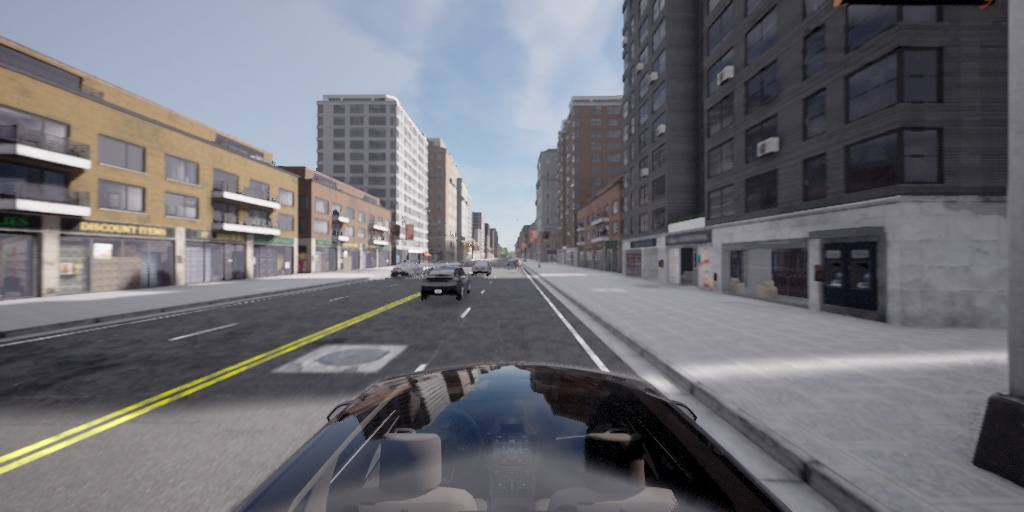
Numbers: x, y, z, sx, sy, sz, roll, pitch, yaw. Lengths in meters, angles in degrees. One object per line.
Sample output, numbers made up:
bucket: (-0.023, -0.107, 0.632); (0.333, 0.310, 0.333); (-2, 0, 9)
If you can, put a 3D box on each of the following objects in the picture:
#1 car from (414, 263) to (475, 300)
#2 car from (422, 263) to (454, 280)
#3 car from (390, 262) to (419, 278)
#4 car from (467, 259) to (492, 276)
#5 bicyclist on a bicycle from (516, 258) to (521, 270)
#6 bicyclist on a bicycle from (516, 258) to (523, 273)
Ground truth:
car: (-3.150, 1.257, 17.716); (1.837, 1.490, 4.892); (0, 0, 0)
car: (-6.591, 1.317, 32.235); (1.994, 1.385, 4.181); (0, 0, 0)
car: (-9.842, 1.301, 34.060); (2.033, 1.411, 5.357); (0, 0, 0)
car: (-3.148, 1.302, 37.850); (2.033, 1.411, 5.357); (0, 0, 0)
bicyclist on a bicycle: (0.894, 1.128, 51.641); (0.659, 1.776, 1.843); (0, 0, 0)
bicyclist on a bicycle: (0.882, 1.192, 42.243); (0.866, 1.612, 1.509); (0, 0, 0)
